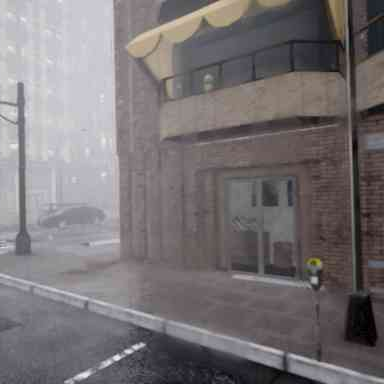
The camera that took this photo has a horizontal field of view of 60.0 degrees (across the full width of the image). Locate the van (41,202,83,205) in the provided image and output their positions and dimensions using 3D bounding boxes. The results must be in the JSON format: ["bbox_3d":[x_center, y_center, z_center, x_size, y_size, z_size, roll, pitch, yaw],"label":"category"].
[{"bbox_3d":[-10.190,1.709,26.485,1.690,1.788,3.998,-2,-1,36],"label":"van"}]

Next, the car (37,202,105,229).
[{"bbox_3d":[-8.652,1.788,24.176,1.837,1.490,4.892,-2,0,36],"label":"car"}]
